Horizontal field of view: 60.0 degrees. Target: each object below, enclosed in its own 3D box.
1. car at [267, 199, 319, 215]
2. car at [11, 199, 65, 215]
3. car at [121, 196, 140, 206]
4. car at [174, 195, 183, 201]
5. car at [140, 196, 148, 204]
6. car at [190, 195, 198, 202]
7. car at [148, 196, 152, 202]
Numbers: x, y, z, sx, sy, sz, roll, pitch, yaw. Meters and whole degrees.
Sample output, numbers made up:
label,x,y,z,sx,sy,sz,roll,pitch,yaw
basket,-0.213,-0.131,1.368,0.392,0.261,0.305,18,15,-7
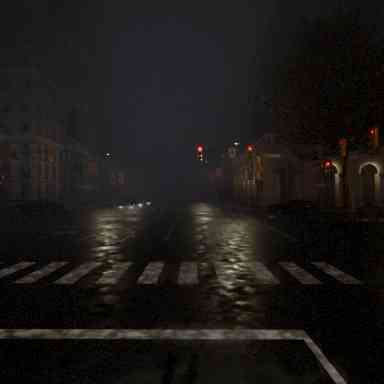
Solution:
label,x,y,z,sx,sy,sz,roll,pitch,yaw
car,9.979,1.477,32.868,5.008,1.535,1.882,0,0,0
car,-15.256,1.477,33.079,5.008,1.535,1.882,0,0,0
car,-10.408,1.478,55.152,1.882,1.535,5.008,0,0,1
car,-3.110,1.449,78.671,2.128,1.511,4.902,0,0,1
car,-10.332,1.601,64.776,1.895,1.301,4.718,0,0,1
car,0.389,1.450,78.626,2.128,1.511,4.902,0,0,1
car,-10.160,1.595,74.937,1.895,1.301,4.718,0,0,1
